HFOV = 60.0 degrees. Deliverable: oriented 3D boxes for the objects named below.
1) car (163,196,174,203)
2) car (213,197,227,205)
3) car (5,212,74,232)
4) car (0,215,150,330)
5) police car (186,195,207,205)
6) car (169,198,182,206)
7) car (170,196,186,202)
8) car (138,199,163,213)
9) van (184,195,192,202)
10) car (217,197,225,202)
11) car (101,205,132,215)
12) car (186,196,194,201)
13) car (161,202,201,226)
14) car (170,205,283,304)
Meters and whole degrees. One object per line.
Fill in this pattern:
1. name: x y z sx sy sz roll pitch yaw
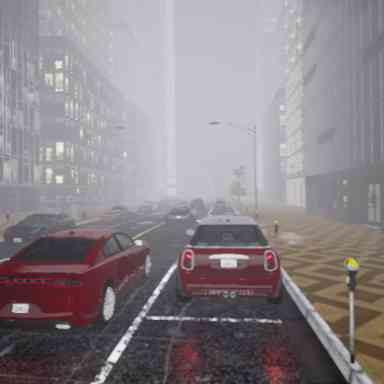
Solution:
1. car: -4.114 1.736 50.361 1.887 1.381 4.507 0 0 5
2. car: 3.713 1.666 43.918 1.947 1.339 4.313 0 0 5
3. car: -7.220 1.688 16.349 1.947 1.339 4.313 0 0 5
4. car: -2.240 1.524 7.251 1.882 1.535 5.008 -1 0 5
5. police car: 0.747 1.545 41.069 1.930 1.638 5.238 -1 0 5
6. car: -3.078 1.794 61.698 1.802 1.307 4.206 0 0 5
7. car: -1.541 1.756 48.980 1.994 1.385 4.181 -1 0 5
8. car: -5.149 1.721 39.024 2.008 1.369 4.403 0 0 5
9. van: -1.008 1.588 84.373 1.690 1.788 3.998 0 0 5
10. car: 6.820 1.740 77.927 1.802 1.307 4.206 0 0 5
11. car: -6.184 1.729 27.685 1.802 1.307 4.206 0 0 5
12. car: -0.489 1.821 90.042 1.947 1.339 4.313 0 0 5
13. car: -0.708 1.648 24.023 1.994 1.385 4.181 -1 0 5
14. car: 0.888 1.373 8.399 2.097 1.767 4.553 -1 0 5
